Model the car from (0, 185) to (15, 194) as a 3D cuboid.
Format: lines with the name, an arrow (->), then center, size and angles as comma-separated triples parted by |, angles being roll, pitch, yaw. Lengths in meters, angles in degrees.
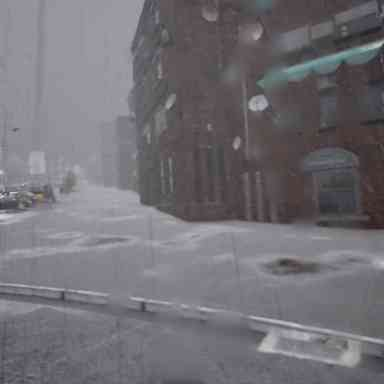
car -> -33.913, -0.516, 60.736 | 1.994, 1.385, 4.181 | -3, 4, -15

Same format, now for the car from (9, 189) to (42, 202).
car -> -17.566, 0.801, 32.256 | 4.674, 1.452, 2.002 | -4, 5, -35

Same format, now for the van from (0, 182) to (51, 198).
van -> -19.086, 0.192, 38.175 | 4.442, 1.987, 1.878 | -4, 4, -35

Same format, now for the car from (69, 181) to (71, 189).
car -> -25.631, -1.050, 61.562 | 4.553, 1.767, 2.185 | -4, 4, -35

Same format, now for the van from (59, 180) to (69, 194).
van -> -24.711, -0.989, 58.708 | 4.442, 1.987, 1.878 | -4, 4, -35

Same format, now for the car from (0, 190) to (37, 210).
car -> -16.775, 0.931, 29.321 | 4.892, 1.521, 2.231 | -4, 4, -35

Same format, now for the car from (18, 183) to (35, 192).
car -> -31.025, -0.908, 62.444 | 1.812, 1.442, 4.674 | -3, 4, -15

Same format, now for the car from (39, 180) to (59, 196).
car -> -20.003, 0.006, 41.016 | 5.566, 2.045, 2.435 | -4, 5, -35

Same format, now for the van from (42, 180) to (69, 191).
van -> -26.502, -1.313, 64.432 | 4.442, 1.987, 1.878 | -4, 5, -35

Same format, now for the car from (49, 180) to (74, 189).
car -> -28.797, -1.726, 73.331 | 4.553, 1.767, 2.185 | -4, 5, -35

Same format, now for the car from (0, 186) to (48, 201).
car -> -18.523, 0.599, 35.078 | 5.366, 1.575, 1.946 | -4, 5, -35

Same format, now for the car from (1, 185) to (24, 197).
car -> -28.365, -0.234, 52.753 | 2.128, 1.511, 4.902 | -3, 4, -15

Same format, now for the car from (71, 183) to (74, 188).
car -> -27.057, -1.277, 67.563 | 5.366, 1.575, 1.946 | -4, 4, -35
